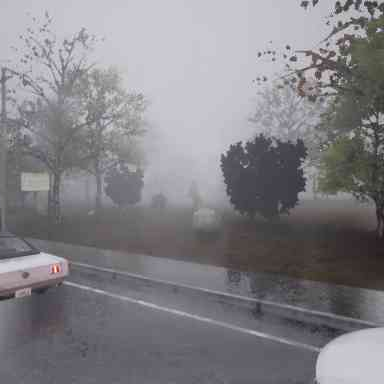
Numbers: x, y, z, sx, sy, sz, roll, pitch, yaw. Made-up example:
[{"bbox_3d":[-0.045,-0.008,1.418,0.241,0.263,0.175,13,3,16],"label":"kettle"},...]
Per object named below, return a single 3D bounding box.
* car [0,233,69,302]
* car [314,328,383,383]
[{"bbox_3d":[-4.968,1.601,7.534,4.718,1.301,1.895,0,0,36],"label":"car"},{"bbox_3d":[3.100,1.526,1.797,4.674,1.442,1.812,0,0,35],"label":"car"}]
